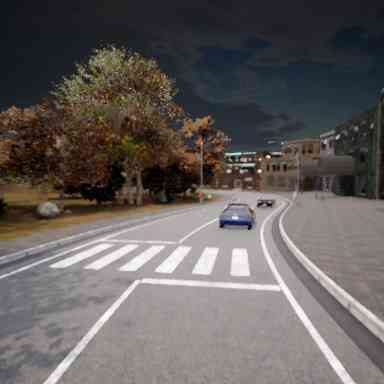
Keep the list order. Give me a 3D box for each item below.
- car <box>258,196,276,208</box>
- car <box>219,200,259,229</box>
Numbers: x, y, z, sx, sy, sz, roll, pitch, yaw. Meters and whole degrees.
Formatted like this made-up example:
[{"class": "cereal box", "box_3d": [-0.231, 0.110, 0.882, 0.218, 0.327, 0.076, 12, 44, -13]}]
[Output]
[{"class": "car", "box_3d": [9.176, 1.166, 40.840, 1.895, 1.301, 4.718, 1, 1, 19]}, {"class": "car", "box_3d": [2.925, 1.418, 20.832, 1.994, 1.385, 4.181, 1, 1, 13]}]
